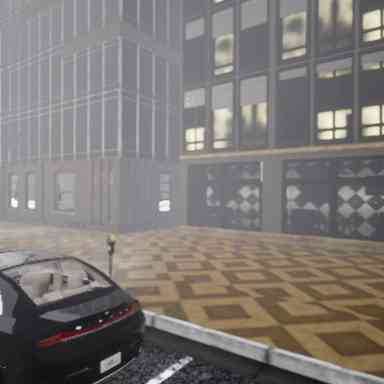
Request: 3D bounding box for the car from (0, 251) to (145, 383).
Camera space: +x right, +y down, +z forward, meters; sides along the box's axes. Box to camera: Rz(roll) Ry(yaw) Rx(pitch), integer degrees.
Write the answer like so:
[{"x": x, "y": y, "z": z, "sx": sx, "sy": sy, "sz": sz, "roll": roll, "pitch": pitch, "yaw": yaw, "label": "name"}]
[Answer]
[{"x": -2.623, "y": 1.531, "z": 4.740, "sx": 4.403, "sy": 1.369, "sz": 2.008, "roll": 0, "pitch": 0, "yaw": 35, "label": "car"}]
